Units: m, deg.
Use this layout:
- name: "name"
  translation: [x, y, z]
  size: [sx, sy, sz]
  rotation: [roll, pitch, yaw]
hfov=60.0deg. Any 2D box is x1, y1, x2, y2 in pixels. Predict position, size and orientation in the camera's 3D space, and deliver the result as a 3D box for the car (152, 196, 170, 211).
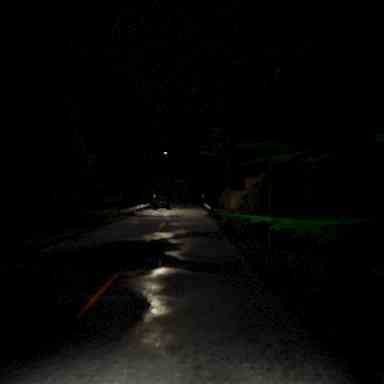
- name: "car"
  translation: [-4.320, 1.569, 47.333]
  size: [2.150, 2.045, 5.566]
  rotation: [0, -1, 0]
